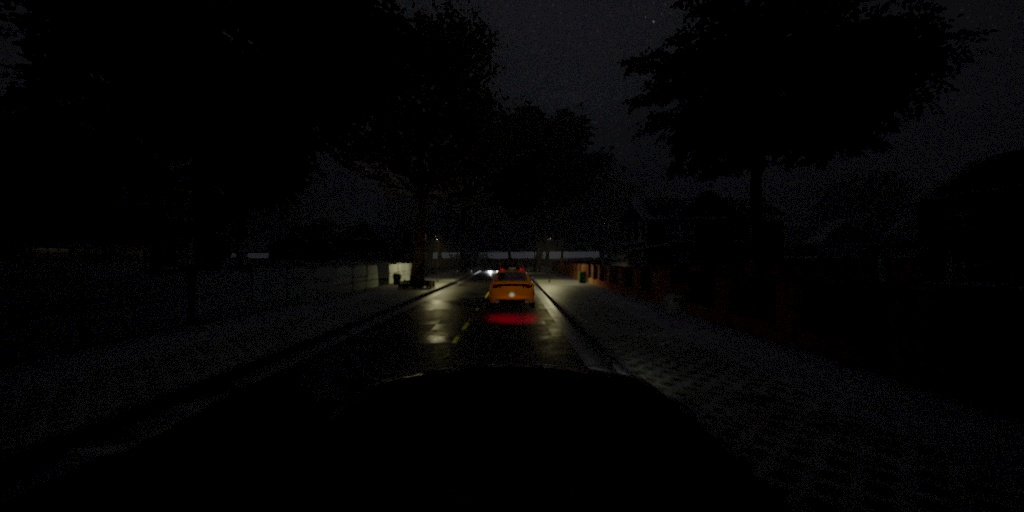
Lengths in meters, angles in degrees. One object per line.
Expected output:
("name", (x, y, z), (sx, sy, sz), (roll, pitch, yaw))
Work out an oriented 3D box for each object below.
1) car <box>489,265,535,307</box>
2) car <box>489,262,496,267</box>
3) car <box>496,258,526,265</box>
("car", (0.004, 1.360, 16.331), (1.882, 1.535, 5.008), (0, 0, 0))
("car", (-2.752, 1.695, 59.484), (1.895, 1.301, 4.718), (0, 0, 0))
("car", (0.000, 1.203, 30.857), (2.150, 2.045, 5.566), (0, 0, 0))
